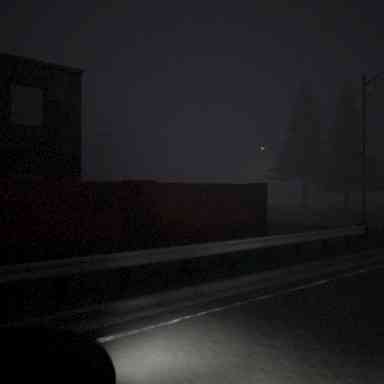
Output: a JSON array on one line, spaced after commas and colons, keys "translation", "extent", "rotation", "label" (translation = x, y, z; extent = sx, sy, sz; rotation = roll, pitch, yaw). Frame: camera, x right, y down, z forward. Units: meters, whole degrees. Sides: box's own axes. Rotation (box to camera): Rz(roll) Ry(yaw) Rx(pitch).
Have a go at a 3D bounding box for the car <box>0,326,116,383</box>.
[{"translation": [-2.712, 1.524, 1.814], "extent": [4.674, 1.442, 1.812], "rotation": [0, 0, -36], "label": "car"}]
